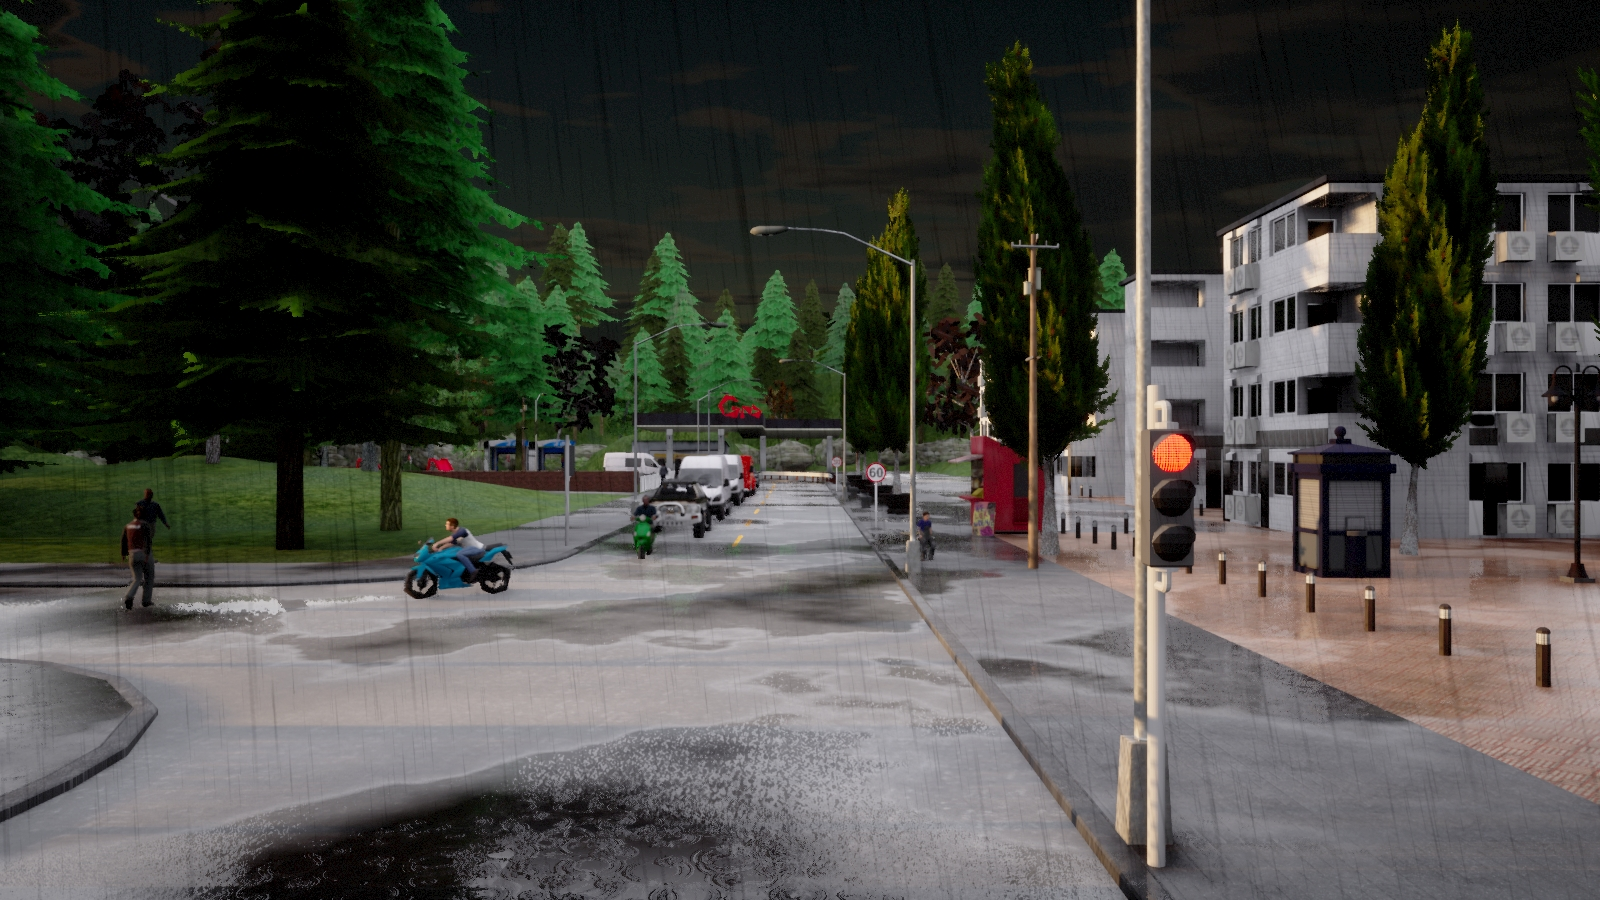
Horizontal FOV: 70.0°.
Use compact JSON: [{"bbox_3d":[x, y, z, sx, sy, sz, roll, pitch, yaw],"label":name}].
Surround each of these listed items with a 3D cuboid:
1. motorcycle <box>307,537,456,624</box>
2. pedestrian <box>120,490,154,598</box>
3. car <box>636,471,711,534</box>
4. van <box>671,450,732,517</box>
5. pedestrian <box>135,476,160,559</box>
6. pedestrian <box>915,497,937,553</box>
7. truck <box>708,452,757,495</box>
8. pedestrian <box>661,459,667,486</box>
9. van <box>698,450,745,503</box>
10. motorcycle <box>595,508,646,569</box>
[{"bbox_3d":[-6.484,1.989,17.739,2.033,1.145,0.803,-1,-1,-32],"label":"motorcycle"},{"bbox_3d":[-11.544,1.625,19.892,0.375,1.860,0.375,0,0,1],"label":"pedestrian"},{"bbox_3d":[-4.062,1.638,37.335,1.932,1.855,4.605,0,0,0],"label":"car"},{"bbox_3d":[-4.011,1.305,47.475,1.988,2.561,5.915,0,0,0],"label":"van"},{"bbox_3d":[-14.825,1.520,25.945,0.375,1.860,0.375,0,0,36],"label":"pedestrian"},{"bbox_3d":[3.039,1.800,27.513,0.375,1.300,0.375,0,0,-30],"label":"pedestrian"},{"bbox_3d":[-3.994,1.338,68.555,2.627,2.467,5.204,0,0,0],"label":"truck"},{"bbox_3d":[-9.284,1.512,77.856,0.375,1.860,0.375,0,0,0],"label":"pedestrian"},{"bbox_3d":[-3.999,1.304,59.010,1.988,2.561,5.915,0,0,0],"label":"van"},{"bbox_3d":[-3.994,1.957,25.534,0.856,1.236,1.805,0,0,0],"label":"motorcycle"}]
